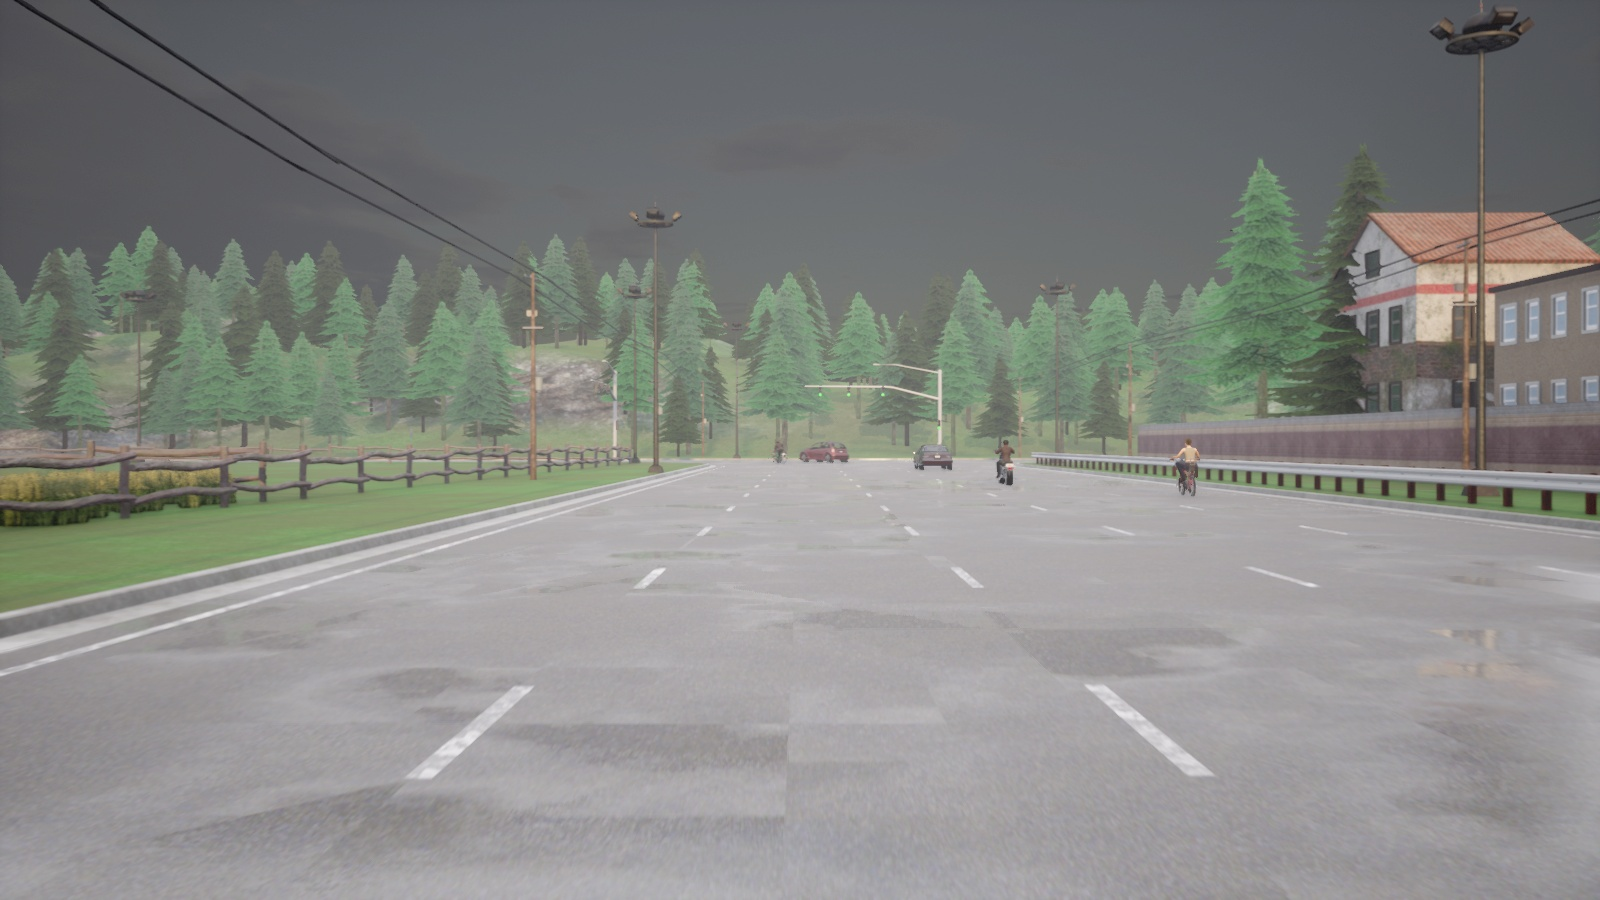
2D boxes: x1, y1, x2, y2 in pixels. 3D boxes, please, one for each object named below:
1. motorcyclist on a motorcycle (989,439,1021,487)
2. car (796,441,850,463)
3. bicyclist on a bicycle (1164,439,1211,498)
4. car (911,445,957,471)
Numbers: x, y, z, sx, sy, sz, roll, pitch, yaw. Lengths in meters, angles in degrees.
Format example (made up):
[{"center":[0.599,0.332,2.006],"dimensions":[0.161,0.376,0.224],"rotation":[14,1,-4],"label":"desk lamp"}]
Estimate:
[{"center":[7.270,0.451,44.650],"dimensions":[0.766,1.649,2.350],"rotation":[0,0,0],"label":"motorcyclist on a motorcycle"},{"center":[1.707,0.118,93.715],"dimensions":[1.851,1.617,3.988],"rotation":[0,0,-42],"label":"car"},{"center":[10.709,0.496,34.756],"dimensions":[0.866,1.612,1.509],"rotation":[0,0,1],"label":"bicyclist on a bicycle"},{"center":[7.416,0.405,70.156],"dimensions":[2.033,1.411,5.357],"rotation":[0,0,0],"label":"car"}]
